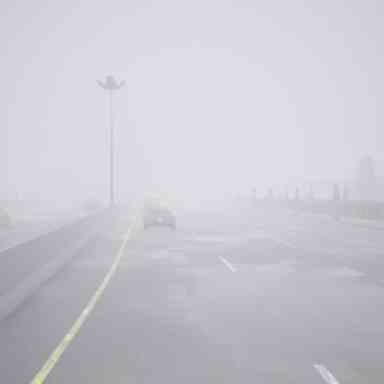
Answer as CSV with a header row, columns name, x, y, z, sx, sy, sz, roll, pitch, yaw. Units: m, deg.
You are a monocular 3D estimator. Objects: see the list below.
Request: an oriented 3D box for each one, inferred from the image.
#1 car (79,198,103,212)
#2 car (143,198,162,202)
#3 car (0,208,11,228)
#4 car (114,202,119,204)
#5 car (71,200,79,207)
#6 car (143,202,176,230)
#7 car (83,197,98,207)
name,x,y,z,sx,sy,sz,roll,pitch,yaw
car,-12.231,1.625,41.211,1.882,1.535,5.008,0,0,-8
car,-4.630,1.451,38.863,2.097,1.767,4.553,0,0,-8
car,-12.705,1.588,20.025,1.882,1.535,5.008,0,0,-8
car,-18.080,3.234,82.166,2.097,1.767,4.553,0,-6,-8
car,-22.860,2.315,66.328,2.128,1.511,4.902,0,-3,-8
car,-2.184,1.617,21.836,1.994,1.385,4.181,0,0,-8
car,-18.590,1.801,61.099,2.097,1.767,4.553,0,-2,-8
